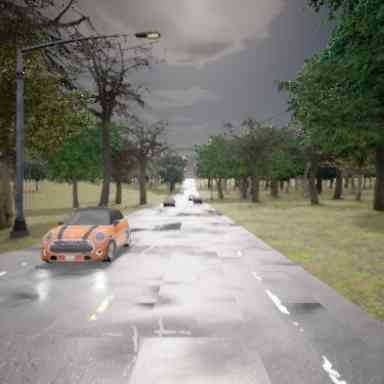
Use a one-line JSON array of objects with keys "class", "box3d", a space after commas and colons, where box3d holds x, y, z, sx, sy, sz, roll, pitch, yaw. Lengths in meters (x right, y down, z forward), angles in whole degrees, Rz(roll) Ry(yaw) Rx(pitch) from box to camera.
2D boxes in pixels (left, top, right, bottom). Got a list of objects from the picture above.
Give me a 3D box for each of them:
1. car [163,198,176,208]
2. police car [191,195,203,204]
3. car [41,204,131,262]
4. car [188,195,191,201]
[{"class": "car", "box3d": [-3.571, 1.671, 53.063, 1.882, 1.535, 5.008, 0, 0, 0]}, {"class": "police car", "box3d": [1.221, 1.719, 69.171, 1.930, 1.638, 5.238, 0, 0, 0]}, {"class": "car", "box3d": [-3.600, 1.374, 12.078, 2.097, 1.767, 4.553, 0, 0, 0]}, {"class": "car", "box3d": [-0.005, 1.733, 88.605, 1.994, 1.385, 4.181, 0, 0, 0]}]
